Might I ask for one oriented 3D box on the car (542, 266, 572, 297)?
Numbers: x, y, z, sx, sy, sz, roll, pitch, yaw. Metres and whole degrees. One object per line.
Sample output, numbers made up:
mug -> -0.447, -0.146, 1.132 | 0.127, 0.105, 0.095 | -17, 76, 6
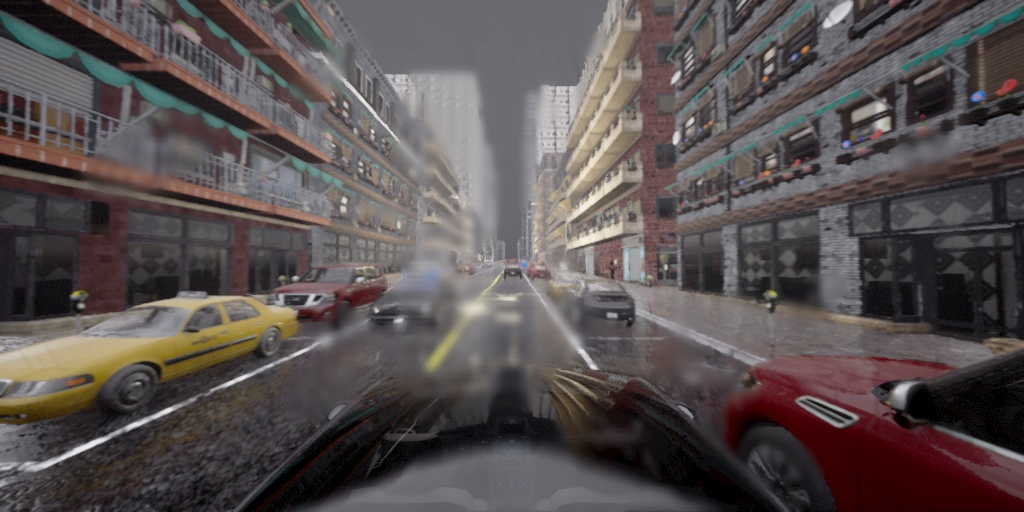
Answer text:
car -> 2.693, 1.415, 17.560 | 1.751, 1.417, 4.829 | 0, 0, 0

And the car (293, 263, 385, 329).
car -> -5.689, 1.155, 11.798 | 2.192, 1.841, 5.009 | 0, 0, 0

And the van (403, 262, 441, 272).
van -> -5.688, 1.280, 22.879 | 1.690, 1.789, 3.998 | 0, 0, 0

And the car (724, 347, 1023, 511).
car -> 2.691, 1.056, 0.769 | 2.192, 1.841, 5.009 | 0, 0, 0

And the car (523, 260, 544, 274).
car -> 2.695, 1.399, 39.552 | 2.192, 1.841, 5.009 | 0, 0, 0

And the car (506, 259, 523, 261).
car -> 0.100, 1.395, 49.647 | 2.150, 2.045, 5.566 | 0, 0, 1

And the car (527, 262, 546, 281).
car -> 2.694, 1.581, 34.011 | 1.888, 1.381, 4.507 | 0, 0, 0

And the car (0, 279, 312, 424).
car -> -5.690, 1.316, 6.089 | 1.751, 1.417, 4.829 | 0, 0, 0

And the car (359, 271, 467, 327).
car -> -3.000, 1.393, 12.261 | 2.033, 1.411, 5.357 | 0, -1, 0

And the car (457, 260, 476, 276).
car -> -5.686, 1.448, 45.040 | 2.192, 1.841, 5.009 | 0, 0, 0

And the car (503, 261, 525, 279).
car -> 0.103, 1.546, 37.712 | 1.882, 1.535, 5.008 | 0, 0, 0

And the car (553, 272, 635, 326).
car -> 2.692, 1.391, 11.850 | 2.007, 1.370, 4.403 | 0, 0, 0
